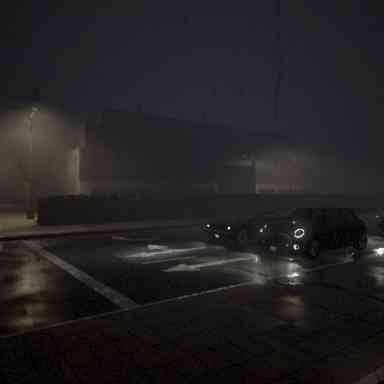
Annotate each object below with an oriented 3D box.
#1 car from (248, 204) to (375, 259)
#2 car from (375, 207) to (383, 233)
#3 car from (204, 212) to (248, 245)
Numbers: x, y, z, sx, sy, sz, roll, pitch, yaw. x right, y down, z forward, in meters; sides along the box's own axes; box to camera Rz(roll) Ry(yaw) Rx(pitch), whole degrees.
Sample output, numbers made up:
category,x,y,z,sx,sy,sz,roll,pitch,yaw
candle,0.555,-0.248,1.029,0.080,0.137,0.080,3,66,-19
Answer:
category,x,y,z,sx,sy,sz,roll,pitch,yaw
car,4.632,1.352,12.660,4.553,1.767,2.097,0,0,-34
car,12.099,1.478,17.769,5.008,1.535,1.882,0,0,-35
car,2.910,1.601,15.715,4.718,1.301,1.895,0,0,-34
